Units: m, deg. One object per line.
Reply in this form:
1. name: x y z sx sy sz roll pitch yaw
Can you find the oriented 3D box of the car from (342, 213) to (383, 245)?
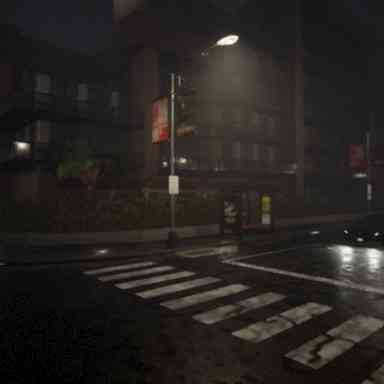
1. car: 9.713 1.812 16.990 5.357 1.411 2.033 1 -1 -41
